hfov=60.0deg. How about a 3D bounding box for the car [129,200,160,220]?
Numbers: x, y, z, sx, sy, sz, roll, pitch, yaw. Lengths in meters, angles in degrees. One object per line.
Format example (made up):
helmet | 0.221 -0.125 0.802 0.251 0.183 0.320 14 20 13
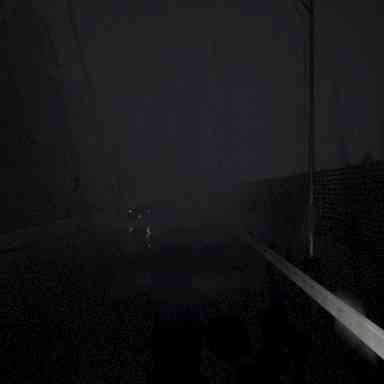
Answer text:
car | -4.097 1.594 28.245 1.895 1.301 4.718 0 0 0

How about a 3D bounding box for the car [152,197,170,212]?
car | -4.059 1.539 38.007 2.033 1.411 5.357 0 0 0

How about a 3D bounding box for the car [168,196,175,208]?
car | -4.007 1.553 47.993 1.994 1.385 4.181 0 0 0

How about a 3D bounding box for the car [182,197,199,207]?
car | -0.018 1.536 52.363 2.033 1.411 5.357 0 0 -4

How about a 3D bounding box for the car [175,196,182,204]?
car | -3.911 1.465 62.056 5.008 1.535 1.882 0 0 40
